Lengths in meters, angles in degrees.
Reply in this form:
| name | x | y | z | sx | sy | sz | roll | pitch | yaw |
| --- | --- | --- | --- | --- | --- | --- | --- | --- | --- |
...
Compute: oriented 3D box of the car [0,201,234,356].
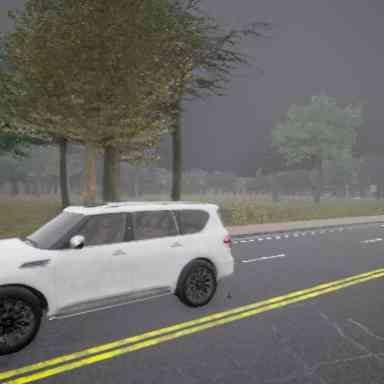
| name | x | y | z | sx | sy | sz | roll | pitch | yaw |
| --- | --- | --- | --- | --- | --- | --- | --- | --- | --- |
| car | -1.703 | 1.224 | 6.431 | 5.566 | 2.045 | 2.150 | 0 | 0 | -35 |
